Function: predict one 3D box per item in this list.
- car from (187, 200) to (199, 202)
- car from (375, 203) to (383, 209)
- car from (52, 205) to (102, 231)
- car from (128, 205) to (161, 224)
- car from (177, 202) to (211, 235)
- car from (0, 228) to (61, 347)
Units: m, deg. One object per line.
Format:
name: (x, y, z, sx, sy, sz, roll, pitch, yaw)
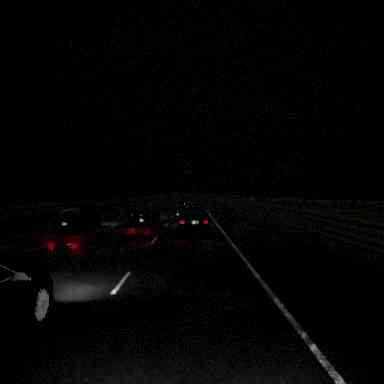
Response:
car: (0.095, 1.562, 36.997, 2.033, 1.411, 5.357, 0, 0, 0)
car: (28.523, 1.572, 47.314, 2.097, 1.767, 4.553, 0, 0, -26)
car: (-6.901, 1.518, 20.282, 1.812, 1.442, 4.674, 0, 0, 0)
car: (-3.405, 1.602, 24.704, 1.895, 1.301, 4.718, 0, 0, 0)
car: (0.098, 1.546, 18.880, 2.033, 1.411, 5.357, 0, 0, 0)
car: (-3.400, 1.503, 4.060, 1.837, 1.490, 4.892, 0, 0, 0)
